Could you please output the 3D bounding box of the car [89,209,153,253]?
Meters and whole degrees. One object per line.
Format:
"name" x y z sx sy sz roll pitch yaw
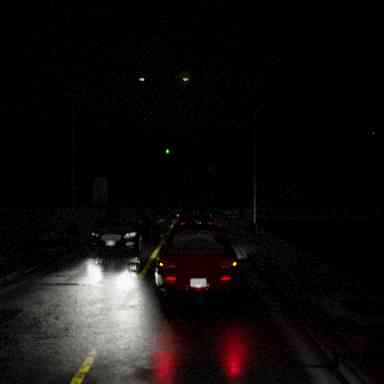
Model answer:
"car" -2.786 1.505 13.873 2.128 1.511 4.902 0 0 1

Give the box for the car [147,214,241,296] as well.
"car" 0.114 1.528 8.499 1.812 1.442 4.674 0 0 0

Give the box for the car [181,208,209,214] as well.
"car" 0.143 1.569 18.180 2.033 1.411 5.357 0 0 -1
